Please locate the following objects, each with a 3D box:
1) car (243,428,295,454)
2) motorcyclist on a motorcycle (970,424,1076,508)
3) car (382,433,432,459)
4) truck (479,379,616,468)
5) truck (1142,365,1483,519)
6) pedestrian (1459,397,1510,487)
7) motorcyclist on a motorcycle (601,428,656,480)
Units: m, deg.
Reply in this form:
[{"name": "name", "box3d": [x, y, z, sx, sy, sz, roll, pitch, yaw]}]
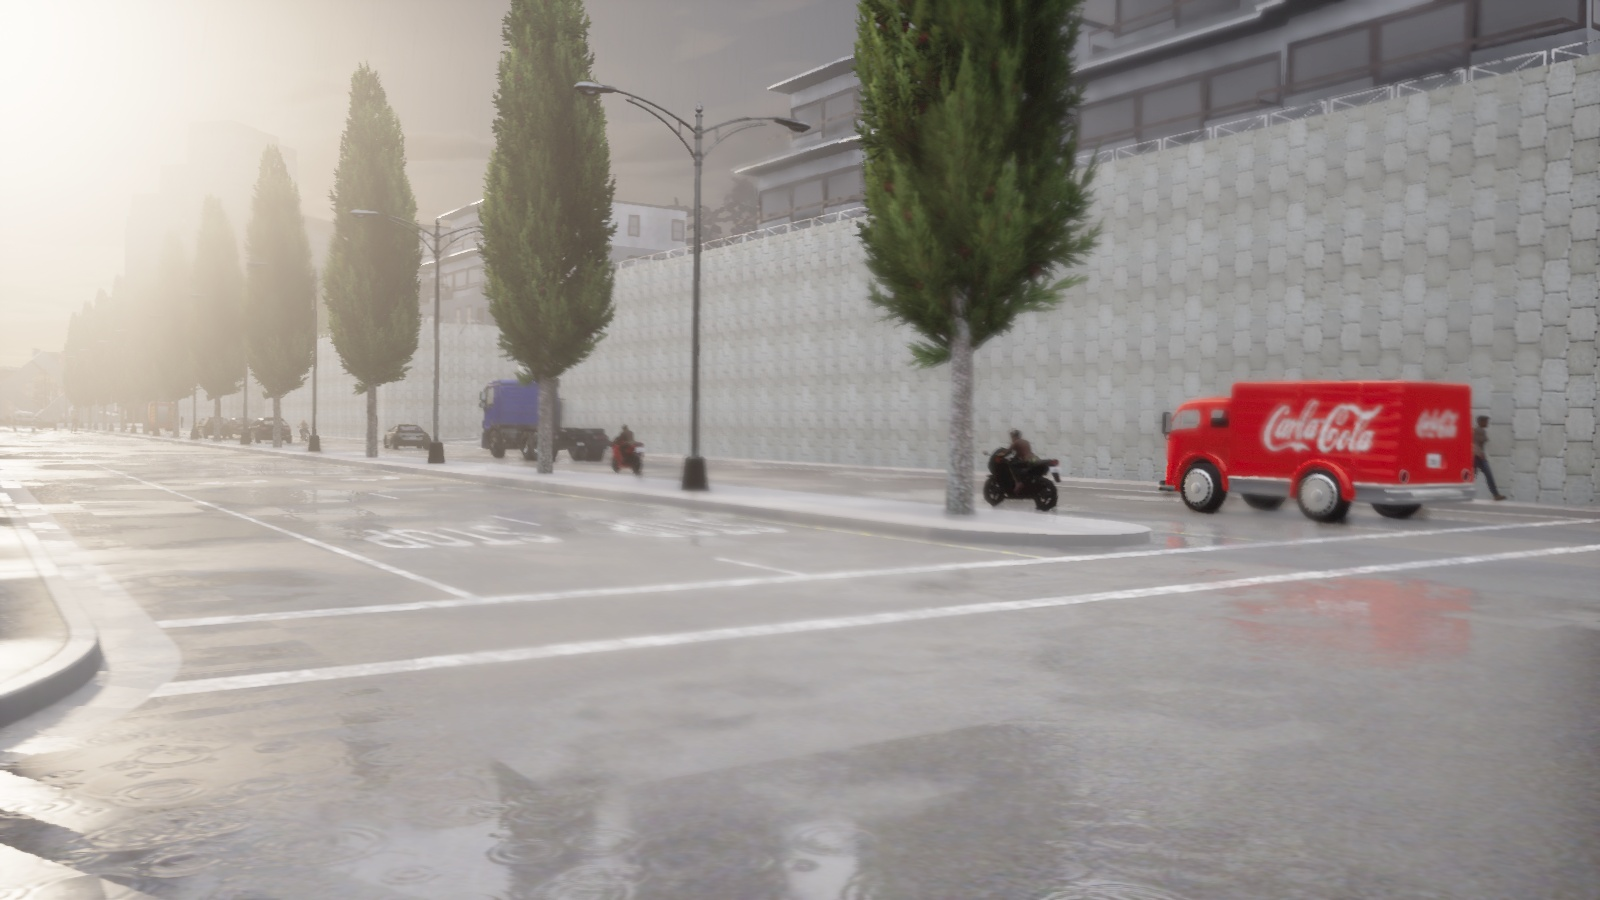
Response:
[{"name": "car", "box3d": [-34.948, -0.608, 82.514, 2.242, 1.667, 4.611, -1, 2, -34]}, {"name": "motorcyclist on a motorcycle", "box3d": [4.244, 0.280, 24.053, 0.797, 1.523, 2.044, -1, 1, -34]}, {"name": "car", "box3d": [-21.831, -0.264, 69.746, 1.994, 1.385, 4.181, -1, 1, -26]}, {"name": "truck", "box3d": [-10.702, -1.088, 52.563, 2.891, 3.462, 7.936, -1, 1, -32]}, {"name": "truck", "box3d": [9.189, -0.206, 23.017, 2.627, 2.467, 5.204, -1, 2, -33]}, {"name": "pedestrian", "box3d": [13.973, -0.169, 25.650, 0.328, 1.805, 0.869, -1, 1, -27]}, {"name": "motorcyclist on a motorcycle", "box3d": [-5.234, 0.099, 38.242, 0.797, 1.523, 2.044, -1, 1, -34]}]
